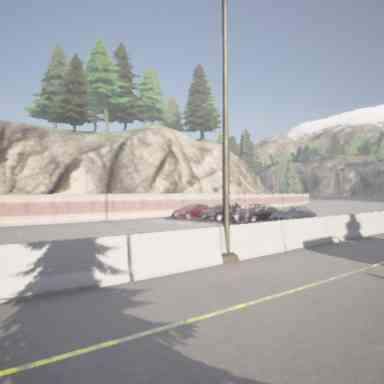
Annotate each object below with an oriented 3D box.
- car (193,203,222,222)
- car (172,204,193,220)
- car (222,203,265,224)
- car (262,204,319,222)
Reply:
[{"bbox_3d":[2.733,1.766,28.727,4.892,1.490,1.837,0,-1,-43],"label":"car"},{"bbox_3d":[0.247,1.804,31.199,4.674,1.442,1.812,0,-1,-43],"label":"car"},{"bbox_3d":[5.012,1.687,26.073,4.902,1.511,2.128,0,-1,-43],"label":"car"},{"bbox_3d":[7.187,1.716,23.328,4.181,1.385,1.994,0,-1,-43],"label":"car"}]
